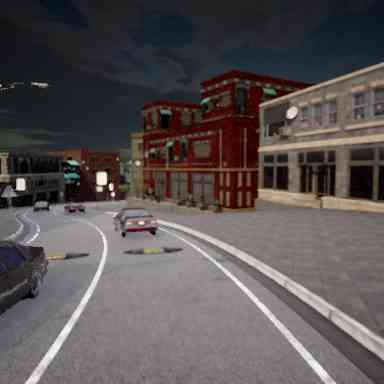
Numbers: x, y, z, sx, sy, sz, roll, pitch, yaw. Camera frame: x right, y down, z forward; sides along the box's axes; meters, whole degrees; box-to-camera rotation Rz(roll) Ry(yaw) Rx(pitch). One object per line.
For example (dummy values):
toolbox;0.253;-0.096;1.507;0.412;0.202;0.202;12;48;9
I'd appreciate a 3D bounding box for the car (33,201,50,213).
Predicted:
car;-20.979;2.013;46.434;1.882;1.535;5.008;-2;0;-21

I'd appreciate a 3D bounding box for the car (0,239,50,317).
car;-4.116;1.600;5.795;2.033;1.411;5.357;-1;0;-7

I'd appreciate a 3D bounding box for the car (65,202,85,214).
car;-14.387;1.917;40.693;1.895;1.301;4.718;-3;0;-27

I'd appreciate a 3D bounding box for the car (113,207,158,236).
car;-3.308;1.582;18.748;2.033;1.411;5.357;-2;0;-19
